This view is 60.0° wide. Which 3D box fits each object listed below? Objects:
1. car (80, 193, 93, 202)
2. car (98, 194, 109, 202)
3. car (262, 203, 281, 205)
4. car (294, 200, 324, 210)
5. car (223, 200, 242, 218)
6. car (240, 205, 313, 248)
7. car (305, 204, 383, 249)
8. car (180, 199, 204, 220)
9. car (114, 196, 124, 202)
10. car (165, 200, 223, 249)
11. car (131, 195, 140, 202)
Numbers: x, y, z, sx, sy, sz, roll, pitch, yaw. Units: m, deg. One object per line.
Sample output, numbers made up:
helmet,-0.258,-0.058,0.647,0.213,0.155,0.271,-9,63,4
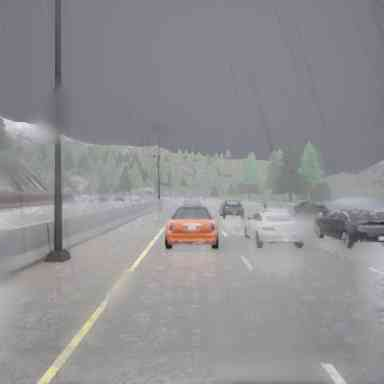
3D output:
car,-22.987,1.205,72.628,2.150,2.045,5.566,0,0,-10
car,-19.564,1.329,73.371,2.097,1.767,4.553,0,0,-10
car,7.000,1.616,29.680,1.895,1.301,4.718,0,0,0
car,10.500,1.516,29.650,1.837,1.490,4.892,0,0,0
car,3.500,1.495,29.650,2.128,1.511,4.902,0,0,0
car,3.500,1.533,14.650,1.812,1.442,4.674,0,0,0
car,7.000,1.495,14.650,2.128,1.511,4.902,0,0,0
car,0.000,1.485,29.650,1.882,1.535,5.008,0,0,0
car,-16.127,1.521,74.025,1.994,1.385,4.181,0,0,-10
car,0.000,1.366,14.620,2.097,1.767,4.553,0,0,0
car,-12.694,1.487,74.708,1.812,1.442,4.674,0,0,-10
